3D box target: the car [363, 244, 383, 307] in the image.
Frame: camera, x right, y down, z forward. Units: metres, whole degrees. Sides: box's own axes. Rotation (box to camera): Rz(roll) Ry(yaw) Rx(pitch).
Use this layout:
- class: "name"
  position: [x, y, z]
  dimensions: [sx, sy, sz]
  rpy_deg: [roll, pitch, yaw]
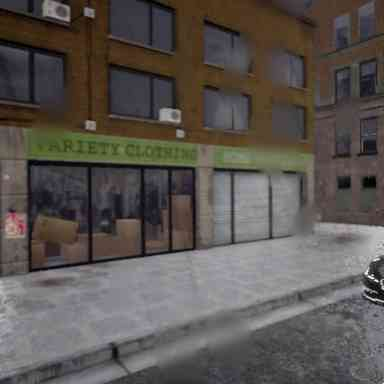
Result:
- class: "car"
  position: [5.409, 1.447, 6.816]
  dimensions: [4.892, 1.490, 1.837]
  rpy_deg: [0, 0, -36]
